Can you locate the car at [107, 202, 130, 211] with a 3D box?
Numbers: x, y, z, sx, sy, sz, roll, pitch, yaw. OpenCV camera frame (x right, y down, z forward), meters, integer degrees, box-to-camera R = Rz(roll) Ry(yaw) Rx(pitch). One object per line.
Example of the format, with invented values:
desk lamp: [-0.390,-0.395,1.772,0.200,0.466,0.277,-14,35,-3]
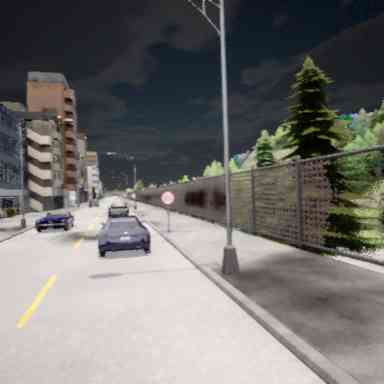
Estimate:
car: [-6.868,1.737,31.195,2.128,1.511,4.902,-2,0,-13]

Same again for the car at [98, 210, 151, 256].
car: [-2.866,1.666,13.971,1.994,1.385,4.181,-2,0,-13]

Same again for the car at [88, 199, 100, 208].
car: [-18.344,2.182,62.344,1.837,1.490,4.892,-2,0,-13]

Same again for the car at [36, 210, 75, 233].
car: [-9.171,1.920,22.588,1.895,1.301,4.718,-2,0,-13]
